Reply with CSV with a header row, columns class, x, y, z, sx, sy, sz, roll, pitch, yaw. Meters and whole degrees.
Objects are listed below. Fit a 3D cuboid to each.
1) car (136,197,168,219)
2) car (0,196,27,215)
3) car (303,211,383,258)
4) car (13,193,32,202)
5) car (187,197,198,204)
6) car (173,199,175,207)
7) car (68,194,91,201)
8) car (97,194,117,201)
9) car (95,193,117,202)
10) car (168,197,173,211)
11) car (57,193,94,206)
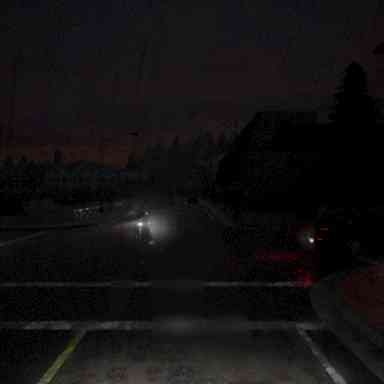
class,x,y,z,sx,sy,sz,roll,pitch,yaw
car,-3.603,1.463,28.973,2.128,1.511,4.902,0,0,0
car,-17.387,1.360,30.016,3.633,1.501,1.845,0,0,0
car,6.665,1.502,12.565,4.892,1.490,1.837,0,-3,-14
car,-35.050,1.047,67.436,4.605,1.855,1.932,0,0,0
car,0.099,1.538,63.588,1.895,1.301,4.718,0,0,0
car,-3.582,1.498,50.209,2.033,1.411,5.357,0,0,0
car,-25.040,1.241,74.379,4.514,1.523,2.007,0,0,0
car,-17.991,1.178,70.717,3.806,1.475,1.970,0,0,0
car,-17.666,1.106,64.299,5.027,1.636,2.152,0,0,0
car,-3.593,1.488,38.839,1.812,1.442,4.674,0,0,0
car,-17.252,1.065,48.599,4.605,1.855,1.932,0,0,0
